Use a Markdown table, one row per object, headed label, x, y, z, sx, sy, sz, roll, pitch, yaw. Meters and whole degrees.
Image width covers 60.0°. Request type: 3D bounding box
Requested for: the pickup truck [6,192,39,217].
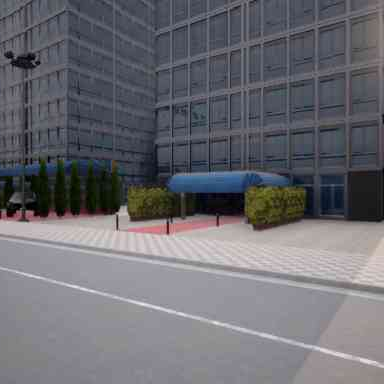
| label | x | y | z | sx | sy | sz | roll | pitch | yaw |
| --- | --- | --- | --- | --- | --- | --- | --- | --- | --- |
| pickup truck | -15.165 | 1.059 | 30.077 | 2.390 | 2.098 | 6.274 | 0 | 0 | -25 |
